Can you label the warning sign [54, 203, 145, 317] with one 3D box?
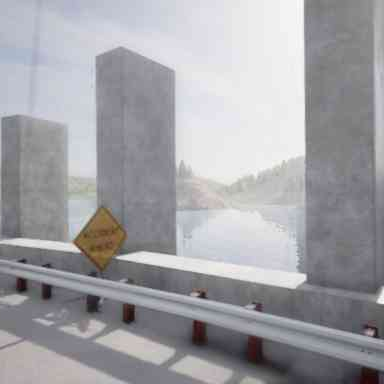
[{"bbox_3d":[-1.745,1.160,6.381,1.060,1.860,1.300,-1,0,34],"label":"warning sign"}]
